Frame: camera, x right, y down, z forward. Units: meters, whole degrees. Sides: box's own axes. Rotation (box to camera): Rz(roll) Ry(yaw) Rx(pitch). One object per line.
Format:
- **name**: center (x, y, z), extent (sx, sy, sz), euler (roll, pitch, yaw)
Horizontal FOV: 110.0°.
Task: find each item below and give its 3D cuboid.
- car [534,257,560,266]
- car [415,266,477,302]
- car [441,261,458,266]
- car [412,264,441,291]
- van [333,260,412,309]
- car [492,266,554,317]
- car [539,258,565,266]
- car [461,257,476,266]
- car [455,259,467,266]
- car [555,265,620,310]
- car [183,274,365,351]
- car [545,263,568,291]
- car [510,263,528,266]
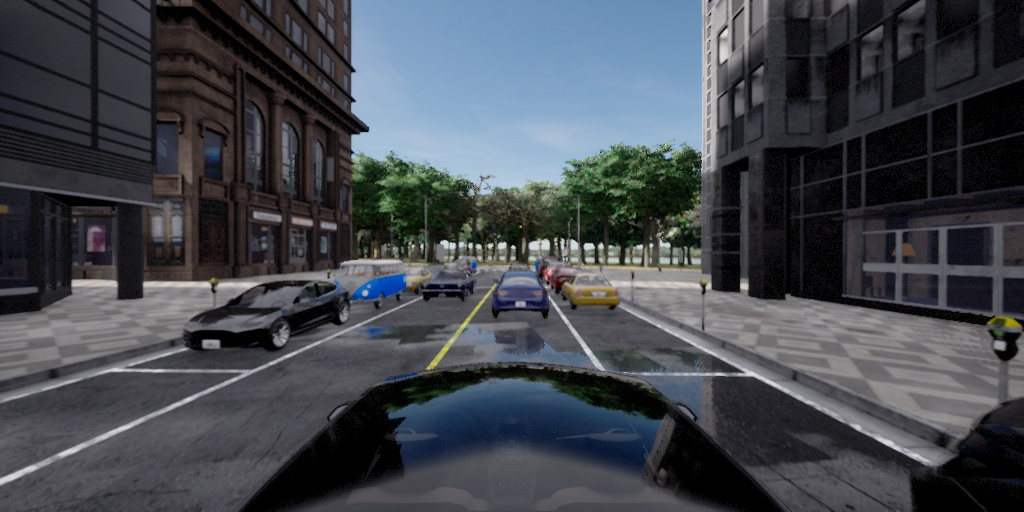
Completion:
- **car**: center (3.274, 0.987, 30.555), extent (2.192, 1.841, 5.009), euler (0, 0, 1)
- **car**: center (-2.841, 1.306, 16.956), extent (1.895, 1.301, 4.718), euler (0, 0, 1)
- **car**: center (-5.351, 1.247, 25.277), extent (1.948, 1.339, 4.313), euler (0, 0, 1)
- **car**: center (-5.455, 1.221, 19.671), extent (1.751, 1.417, 4.829), euler (0, 0, 1)
- **van**: center (-5.553, 1.051, 14.404), extent (1.690, 1.789, 3.998), euler (0, 0, 1)
- **car**: center (0.282, 1.244, 12.833), extent (1.812, 1.442, 4.674), euler (0, 0, 1)
- **car**: center (3.173, 1.126, 25.118), extent (1.967, 1.591, 4.097), euler (0, 0, 1)
- **car**: center (-5.148, 1.093, 36.150), extent (1.967, 1.591, 4.097), euler (0, 0, 1)
- **car**: center (-5.253, 1.192, 30.544), extent (1.751, 1.417, 4.829), euler (0, 0, 1)
- **car**: center (2.974, 1.241, 14.415), extent (1.751, 1.417, 4.829), euler (0, 0, 1)
- **car**: center (-5.654, 1.291, 8.967), extent (1.948, 1.339, 4.313), euler (0, 0, 1)
- **car**: center (3.072, 1.246, 19.682), extent (1.888, 1.381, 4.507), euler (0, 0, 1)
- **car**: center (0.604, 1.273, 30.106), extent (1.895, 1.301, 4.718), euler (0, 0, 1)
